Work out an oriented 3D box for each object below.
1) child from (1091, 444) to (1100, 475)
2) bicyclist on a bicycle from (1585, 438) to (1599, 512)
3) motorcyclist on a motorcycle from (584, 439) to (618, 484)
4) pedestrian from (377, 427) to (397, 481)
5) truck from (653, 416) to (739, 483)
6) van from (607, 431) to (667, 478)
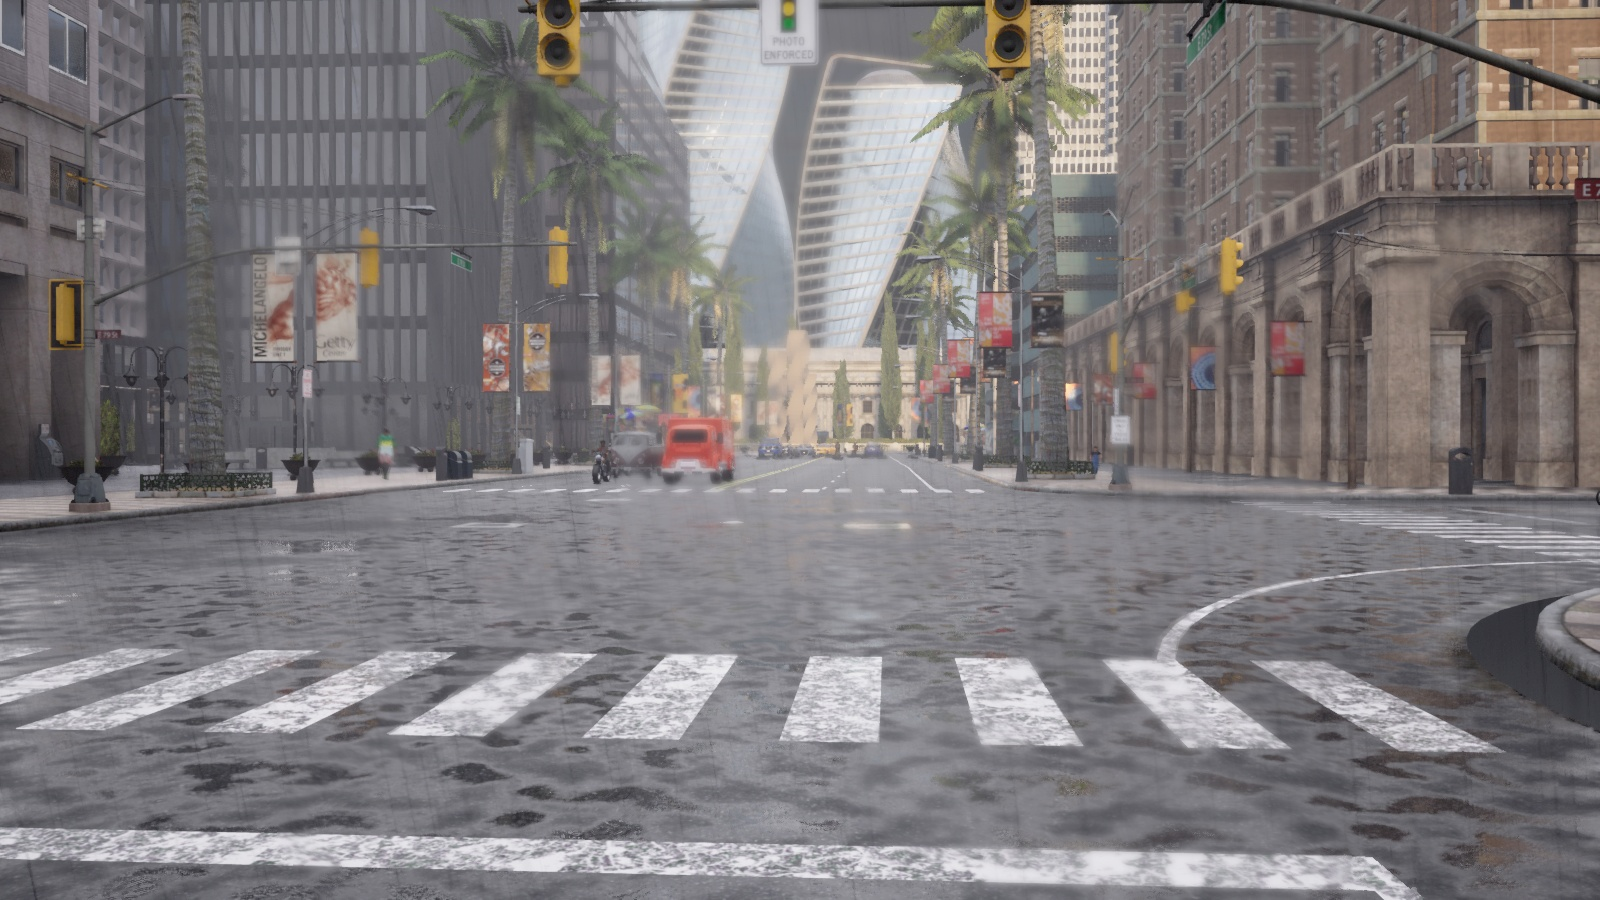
[{"bbox_3d":[12.148,0.401,51.677,0.270,1.263,0.437,0,0,3],"label":"child"},{"bbox_3d":[18.287,0.542,27.618,1.509,1.612,0.866,0,0,3],"label":"bicyclist on a bicycle"},{"bbox_3d":[-7.542,0.421,47.763,0.766,1.649,2.350,0,0,4],"label":"motorcyclist on a motorcycle"},{"bbox_3d":[-14.987,0.134,45.560,0.659,1.952,0.873,0,0,-19],"label":"pedestrian"},{"bbox_3d":[-3.975,-0.020,48.915,2.627,2.467,5.204,0,0,4],"label":"truck"},{"bbox_3d":[-7.087,0.183,55.049,1.775,1.987,4.442,0,0,4],"label":"van"}]
